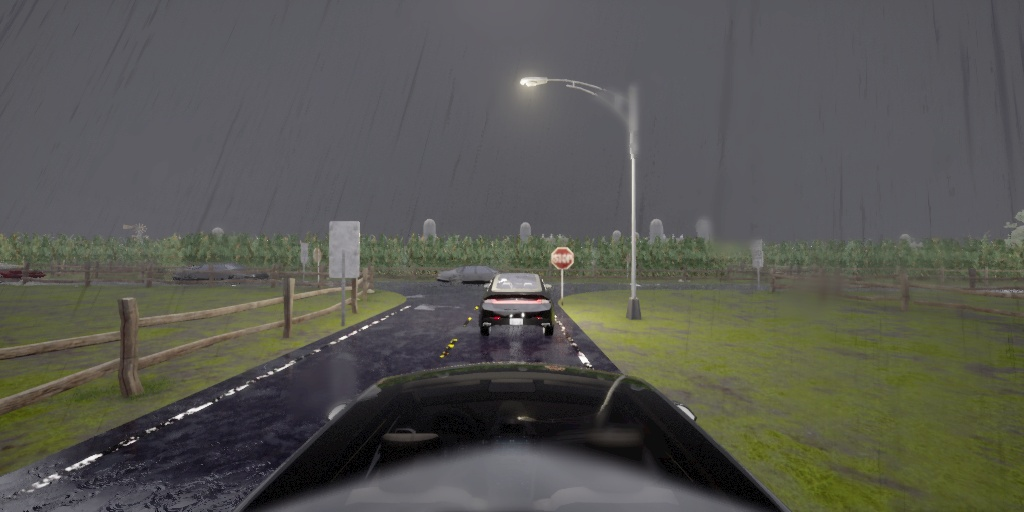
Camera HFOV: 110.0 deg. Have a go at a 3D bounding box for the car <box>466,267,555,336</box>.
[{"bbox_3d":[0.161,1.244,10.386,2.128,1.511,4.902,0,0,2],"label":"car"}]

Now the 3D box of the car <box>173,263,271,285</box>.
[{"bbox_3d":[-18.859,1.153,23.457,5.357,1.411,2.033,0,-1,0],"label":"car"}]

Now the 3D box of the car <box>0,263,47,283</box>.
[{"bbox_3d":[-33.922,1.110,23.582,4.718,1.301,1.895,0,-1,1],"label":"car"}]

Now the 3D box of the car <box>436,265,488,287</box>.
[{"bbox_3d":[-2.149,1.283,23.310,5.357,1.411,2.033,1,-1,1],"label":"car"}]
